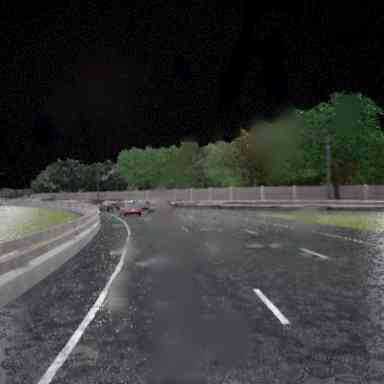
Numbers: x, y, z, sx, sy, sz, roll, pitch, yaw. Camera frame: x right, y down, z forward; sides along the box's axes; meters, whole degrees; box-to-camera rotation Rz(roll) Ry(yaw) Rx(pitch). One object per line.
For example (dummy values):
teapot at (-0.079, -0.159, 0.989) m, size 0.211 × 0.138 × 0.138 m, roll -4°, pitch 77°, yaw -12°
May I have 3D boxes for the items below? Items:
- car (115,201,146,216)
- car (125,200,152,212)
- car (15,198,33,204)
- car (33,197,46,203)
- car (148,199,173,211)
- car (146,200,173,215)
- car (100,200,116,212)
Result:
car at (-6.857, 1.897, 36.763) m, size 1.994 × 1.385 × 4.181 m, roll 0°, pitch 0°, yaw -21°
car at (-7.733, 1.965, 47.374) m, size 2.033 × 1.411 × 5.357 m, roll 0°, pitch 0°, yaw -29°
car at (-42.582, 2.257, 83.079) m, size 4.553 × 1.767 × 2.097 m, roll -1°, pitch 0°, yaw 35°
car at (-40.546, 2.423, 85.925) m, size 4.674 × 1.442 × 1.812 m, roll -1°, pitch 0°, yaw 35°
car at (-4.688, 1.874, 49.093) m, size 1.882 × 1.535 × 5.008 m, roll 0°, pitch 0°, yaw -29°
car at (-3.725, 1.874, 38.322) m, size 1.994 × 1.385 × 4.181 m, roll 0°, pitch 0°, yaw -24°
car at (-11.712, 1.966, 47.349) m, size 1.837 × 1.490 × 4.892 m, roll 0°, pitch 0°, yaw -29°
